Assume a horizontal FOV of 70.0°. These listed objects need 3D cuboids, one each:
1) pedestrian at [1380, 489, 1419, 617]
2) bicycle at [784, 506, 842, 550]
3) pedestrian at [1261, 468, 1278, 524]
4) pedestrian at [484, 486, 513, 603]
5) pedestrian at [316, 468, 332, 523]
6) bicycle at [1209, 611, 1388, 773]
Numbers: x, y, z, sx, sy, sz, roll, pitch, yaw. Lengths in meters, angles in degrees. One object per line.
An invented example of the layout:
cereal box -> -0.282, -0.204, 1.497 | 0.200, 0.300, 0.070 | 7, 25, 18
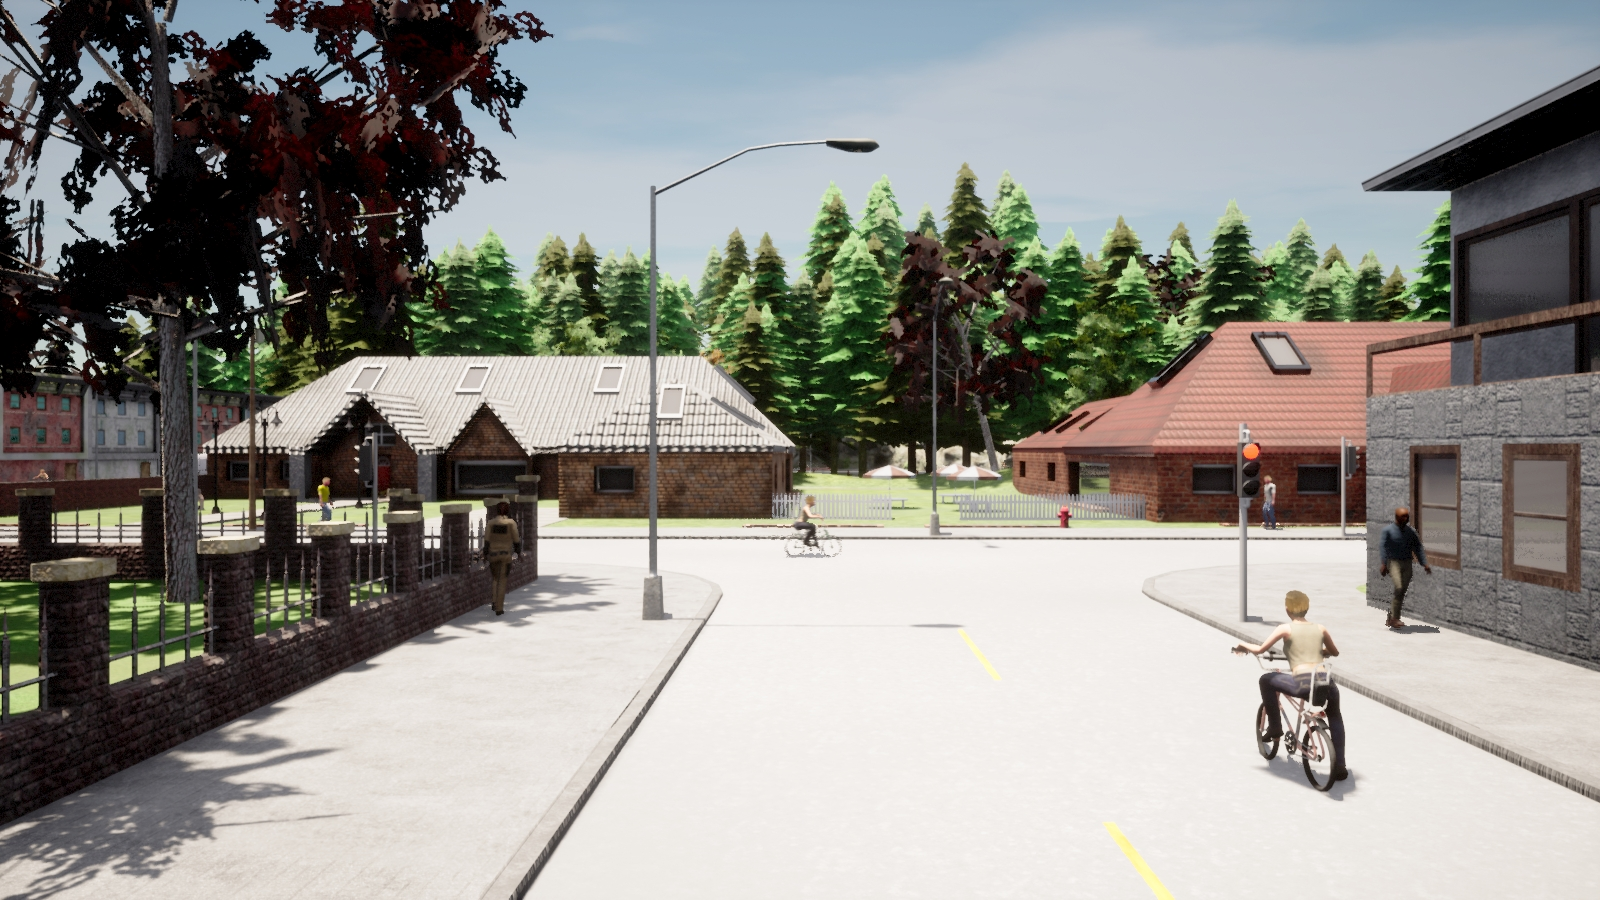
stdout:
pedestrian -> 8.876, 1.516, 16.923 | 0.375, 1.860, 0.375 | 0, 0, 0
bicycle -> 0.354, 2.037, 29.841 | 1.487, 1.080, 0.859 | 0, 0, 1
pedestrian -> 15.734, 1.525, 38.304 | 0.375, 1.860, 0.375 | 0, 0, -13
pedestrian -> -4.873, 1.524, 18.493 | 0.375, 1.860, 0.375 | 0, 0, -1
pedestrian -> -16.040, 1.525, 38.475 | 0.375, 1.860, 0.375 | 0, 0, 1
bicycle -> 4.247, 2.037, 9.857 | 0.859, 1.080, 1.487 | 0, 0, -2
